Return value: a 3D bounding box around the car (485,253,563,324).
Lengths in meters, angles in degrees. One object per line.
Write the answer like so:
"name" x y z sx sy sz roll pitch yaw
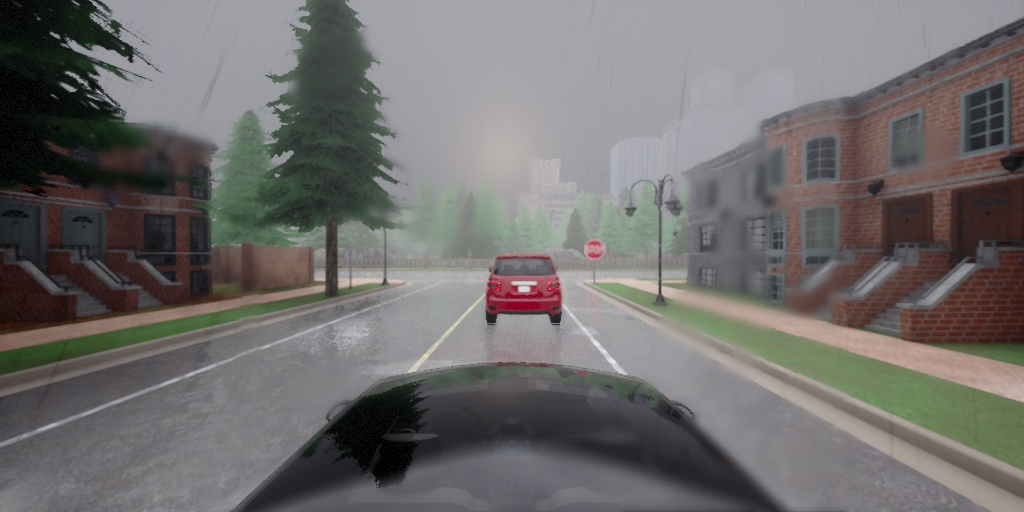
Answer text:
"car" 0.369 0.931 11.888 2.150 2.045 5.566 0 0 1
